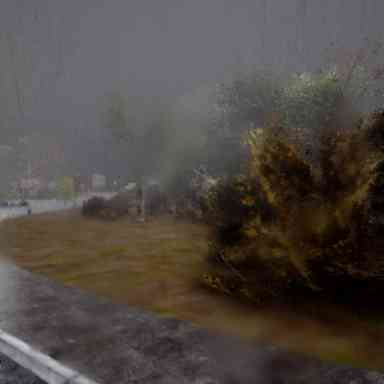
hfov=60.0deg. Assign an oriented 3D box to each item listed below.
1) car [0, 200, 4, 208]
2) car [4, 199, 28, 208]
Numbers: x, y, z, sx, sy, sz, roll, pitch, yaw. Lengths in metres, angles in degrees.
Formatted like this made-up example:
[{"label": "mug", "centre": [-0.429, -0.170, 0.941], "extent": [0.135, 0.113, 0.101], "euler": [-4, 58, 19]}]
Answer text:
[{"label": "car", "centre": [-36.507, 2.191, 62.794], "extent": [1.994, 1.385, 4.181], "euler": [1, 0, -4]}, {"label": "car", "centre": [-33.017, 2.039, 63.083], "extent": [2.097, 1.767, 4.553], "euler": [1, 0, -4]}]
